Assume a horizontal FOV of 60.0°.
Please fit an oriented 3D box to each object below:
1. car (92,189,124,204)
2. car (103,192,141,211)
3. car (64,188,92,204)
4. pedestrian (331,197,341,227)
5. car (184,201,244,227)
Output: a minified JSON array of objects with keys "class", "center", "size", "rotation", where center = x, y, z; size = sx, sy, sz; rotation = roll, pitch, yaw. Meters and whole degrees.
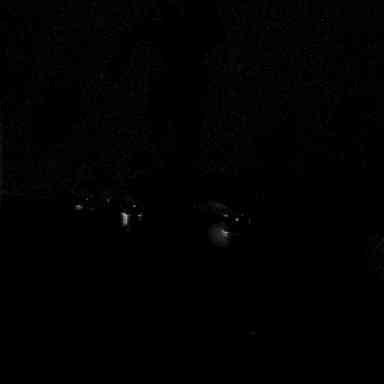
[{"class":"car","center":[-10.509,0.608,42.977],"size":[2.150,2.045,5.566],"rotation":[1,0,-36]},{"class":"car","center":[-6.690,1.038,32.557],"size":[1.837,1.490,4.892],"rotation":[1,0,-36]},{"class":"car","center":[-14.720,0.510,43.862],"size":[2.150,2.045,5.566],"rotation":[1,1,-35]},{"class":"pedestrian","center":[8.988,1.236,20.876],"size":[0.375,1.860,0.375],"rotation":[2,-1,-36]},{"class":"car","center":[1.296,1.303,21.361],"size":[1.812,1.442,4.674],"rotation":[1,0,-36]}]
